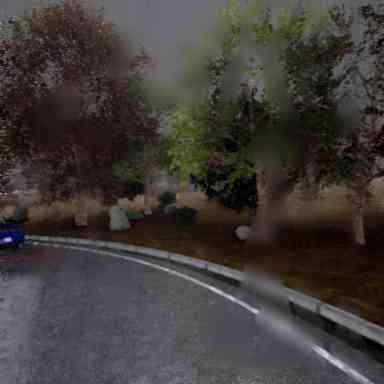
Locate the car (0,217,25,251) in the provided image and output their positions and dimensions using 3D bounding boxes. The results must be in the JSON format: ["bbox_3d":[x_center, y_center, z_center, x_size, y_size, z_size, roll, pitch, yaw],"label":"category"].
[{"bbox_3d":[-8.997,1.672,13.561,5.008,1.535,1.882,-1,-1,29],"label":"car"}]
